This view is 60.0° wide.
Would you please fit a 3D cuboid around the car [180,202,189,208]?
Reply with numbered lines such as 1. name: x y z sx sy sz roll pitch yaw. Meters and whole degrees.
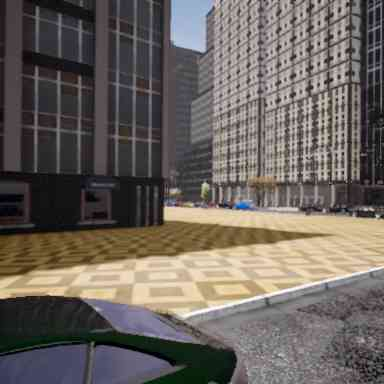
1. car: -0.458 2.864 74.264 1.752 1.417 4.829 0 -1 -24

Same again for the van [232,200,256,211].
1. van: 8.687 2.246 53.901 1.690 1.788 3.998 0 -1 -24

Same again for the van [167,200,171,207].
1. van: -5.137 2.907 84.682 1.690 1.788 3.998 0 -1 -24

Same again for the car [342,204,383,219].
1. car: 17.906 2.034 33.374 2.008 1.369 4.403 0 -1 -24

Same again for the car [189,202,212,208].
1. car: 1.777 2.782 69.288 2.008 1.369 4.403 0 -1 -24

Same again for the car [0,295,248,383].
1. car: -1.528 1.562 2.253 4.181 1.385 1.994 1 0 -35

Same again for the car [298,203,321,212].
1. car: 18.639 2.459 52.198 1.947 1.339 4.313 0 -1 -24

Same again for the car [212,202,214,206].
1. car: 4.814 3.130 82.980 1.802 1.307 4.206 0 -1 -24

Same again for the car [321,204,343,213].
1. car: 20.943 2.353 47.067 1.947 1.339 4.313 0 -1 -24

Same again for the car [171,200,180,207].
1. car: -2.831 2.999 79.549 1.887 1.381 4.507 0 -1 -24

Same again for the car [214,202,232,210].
1. car: 6.849 2.653 64.590 1.882 1.535 5.008 1 -1 -24
